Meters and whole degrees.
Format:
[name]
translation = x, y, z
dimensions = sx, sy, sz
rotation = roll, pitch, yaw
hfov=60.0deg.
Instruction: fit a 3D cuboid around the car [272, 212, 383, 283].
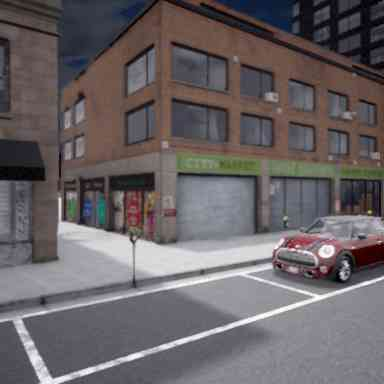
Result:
[car]
translation = 4.171, 1.426, 9.509
dimensions = 4.097, 1.590, 1.967
rotation = 0, 0, -36
